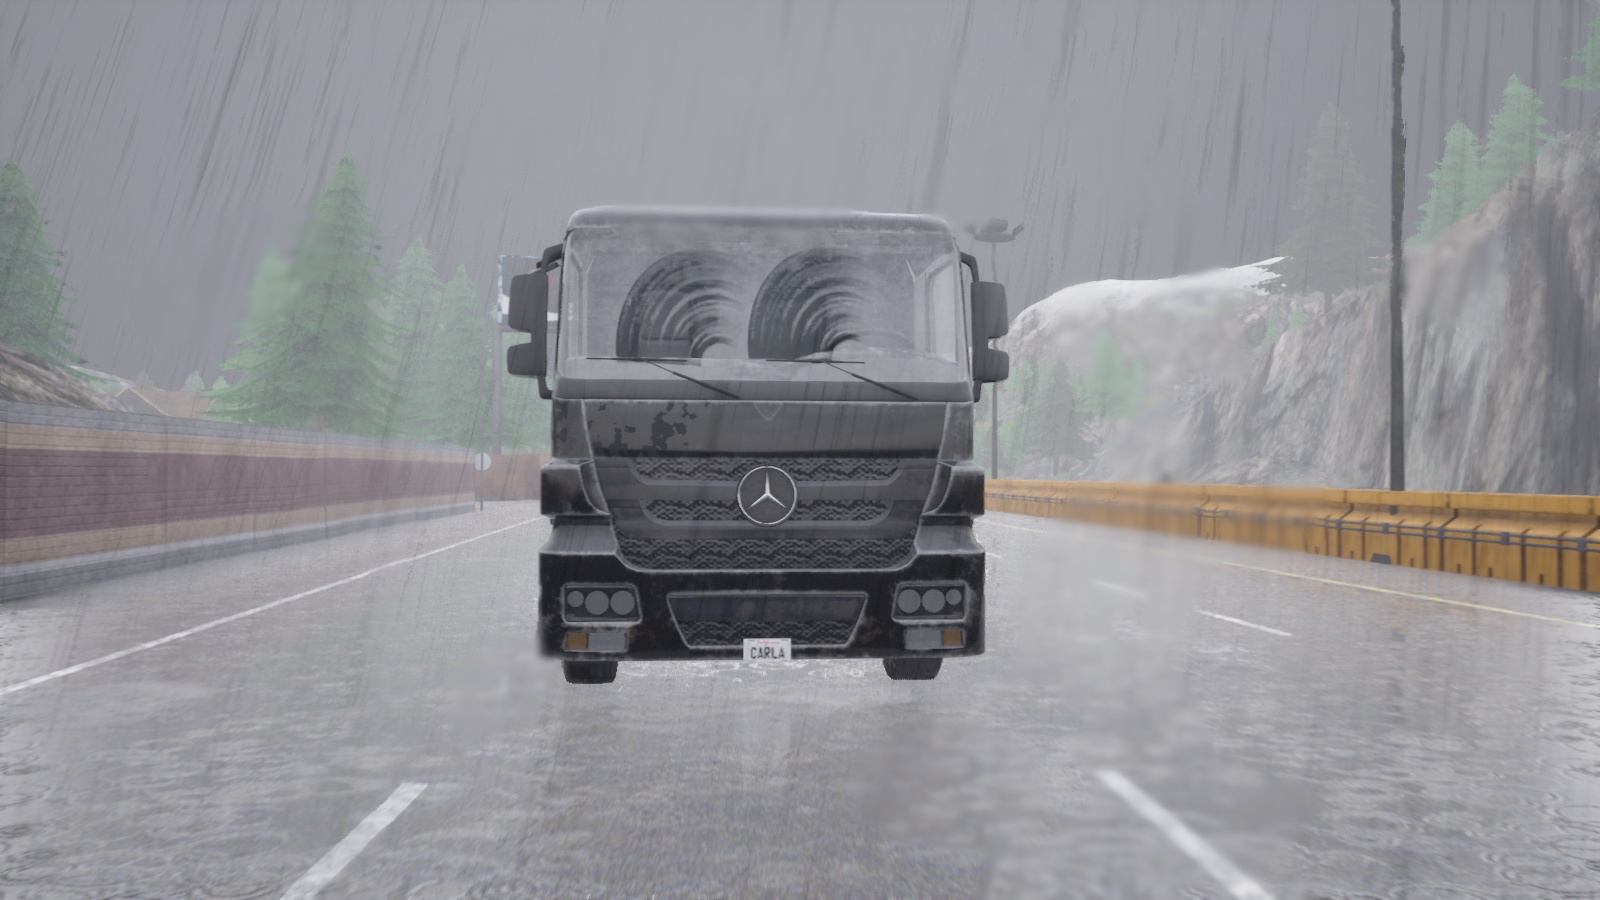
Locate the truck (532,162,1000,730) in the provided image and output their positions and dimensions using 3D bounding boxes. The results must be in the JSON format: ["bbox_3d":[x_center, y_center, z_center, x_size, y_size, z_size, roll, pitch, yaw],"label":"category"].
[{"bbox_3d":[-0.548,0.031,11.727,2.891,3.462,7.936,0,-1,-5],"label":"truck"}]
